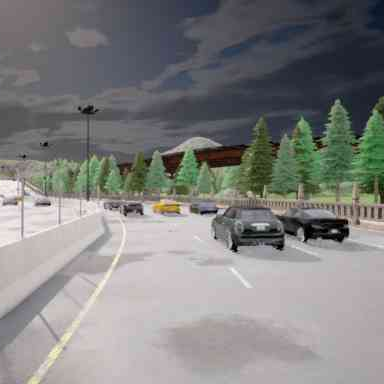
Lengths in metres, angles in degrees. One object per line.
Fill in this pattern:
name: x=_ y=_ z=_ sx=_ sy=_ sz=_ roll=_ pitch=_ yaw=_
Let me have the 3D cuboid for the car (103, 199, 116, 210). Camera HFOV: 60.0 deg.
car: x=-9.949 y=1.547 z=42.521 sx=2.033 sy=1.411 sz=5.357 roll=0 pitch=0 yaw=-27

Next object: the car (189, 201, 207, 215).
car: x=1.098 y=1.563 z=33.624 sx=1.994 sy=1.385 sz=4.181 roll=0 pitch=0 yaw=-19

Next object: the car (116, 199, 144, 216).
car: x=-6.026 y=1.503 z=32.801 sx=1.837 sy=1.490 sz=4.892 roll=0 pitch=0 yaw=-19

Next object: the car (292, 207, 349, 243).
car: x=5.499 y=1.477 z=16.180 sx=1.882 sy=1.535 sz=5.008 roll=0 pitch=0 yaw=-9

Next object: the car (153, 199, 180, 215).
car: x=-2.670 y=1.478 z=33.885 sx=1.882 sy=1.535 sz=5.008 roll=0 pitch=0 yaw=-19

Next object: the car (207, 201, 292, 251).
car: x=2.224 y=1.352 z=14.314 sx=2.097 sy=1.767 sz=4.553 roll=0 pitch=0 yaw=-8
